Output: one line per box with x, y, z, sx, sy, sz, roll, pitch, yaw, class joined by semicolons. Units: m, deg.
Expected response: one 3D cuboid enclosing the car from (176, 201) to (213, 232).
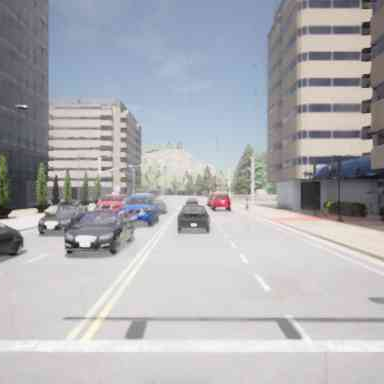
0.099;1.510;20.297;1.837;1.490;4.892;0;0;0;car

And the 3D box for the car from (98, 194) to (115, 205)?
-7.070;1.231;30.238;2.150;2.045;5.566;0;0;1;car

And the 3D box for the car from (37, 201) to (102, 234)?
-7.081;1.496;19.139;2.128;1.511;4.902;0;0;0;car

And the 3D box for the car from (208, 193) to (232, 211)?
3.498;1.232;40.303;2.150;2.045;5.566;0;0;0;car

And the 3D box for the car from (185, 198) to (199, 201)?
0.038;1.538;45.553;1.812;1.442;4.674;0;0;1;car

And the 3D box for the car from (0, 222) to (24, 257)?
-7.086;1.566;10.390;1.994;1.385;4.181;0;0;0;car

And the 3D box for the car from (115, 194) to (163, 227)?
-3.560;1.227;23.460;2.150;2.045;5.566;0;0;0;car

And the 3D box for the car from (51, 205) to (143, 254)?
-3.576;1.495;13.593;2.128;1.511;4.902;0;0;0;car

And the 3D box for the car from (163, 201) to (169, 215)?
-3.550;1.535;34.081;1.812;1.442;4.674;0;0;0;car
